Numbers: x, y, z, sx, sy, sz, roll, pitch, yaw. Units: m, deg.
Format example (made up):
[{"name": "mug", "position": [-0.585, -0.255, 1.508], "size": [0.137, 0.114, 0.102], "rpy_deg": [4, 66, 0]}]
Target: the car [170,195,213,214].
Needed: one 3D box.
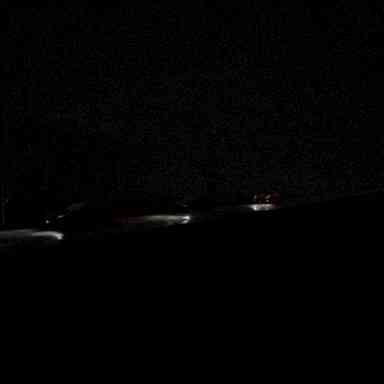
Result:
[{"name": "car", "position": [0.125, 1.018, 28.801], "size": [1.882, 1.535, 5.008], "rpy_deg": [-1, 1, 35]}]

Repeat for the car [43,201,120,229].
[{"name": "car", "position": [-6.373, 1.271, 19.676], "size": [1.812, 1.442, 4.674], "rpy_deg": [-1, 1, 36]}]

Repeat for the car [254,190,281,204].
[{"name": "car", "position": [9.571, 0.563, 42.014], "size": [2.097, 1.767, 4.553], "rpy_deg": [-1, 1, 36]}]
